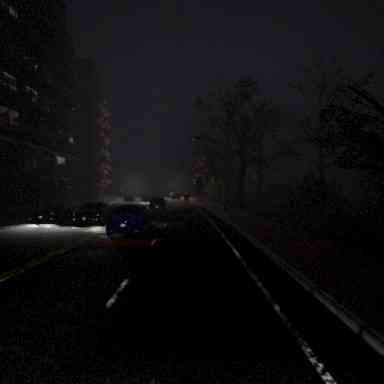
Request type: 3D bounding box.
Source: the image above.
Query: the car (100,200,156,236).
[{"bbox_3d":[-3.265,1.403,18.041,1.882,1.535,5.008,0,0,-1],"label":"car"}]

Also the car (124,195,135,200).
[{"bbox_3d":[-12.224,1.264,65.115,2.033,1.411,5.357,0,0,-4],"label":"car"}]

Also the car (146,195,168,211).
[{"bbox_3d":[-3.889,1.343,38.415,1.837,1.490,4.892,0,0,-3],"label":"car"}]

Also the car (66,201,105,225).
[{"bbox_3d":[-6.816,1.409,23.213,1.837,1.490,4.892,0,0,-1],"label":"car"}]

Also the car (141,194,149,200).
[{"bbox_3d":[-8.996,1.220,65.422,2.128,1.511,4.902,0,0,-4],"label":"car"}]

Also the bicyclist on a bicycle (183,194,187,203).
[{"bbox_3d":[-1.353,1.177,62.848,0.582,1.620,1.656,0,0,-5],"label":"bicyclist on a bicycle"}]

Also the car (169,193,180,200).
[{"bbox_3d":[-3.836,1.132,80.043,1.837,1.490,4.892,0,0,-6],"label":"car"}]

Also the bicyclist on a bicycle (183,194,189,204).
[{"bbox_3d":[-0.686,1.220,53.784,0.582,1.620,1.656,0,0,-4],"label":"bicyclist on a bicycle"}]

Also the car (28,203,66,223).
[{"bbox_3d":[-10.089,1.465,24.039,1.994,1.385,4.181,0,0,-1],"label":"car"}]
